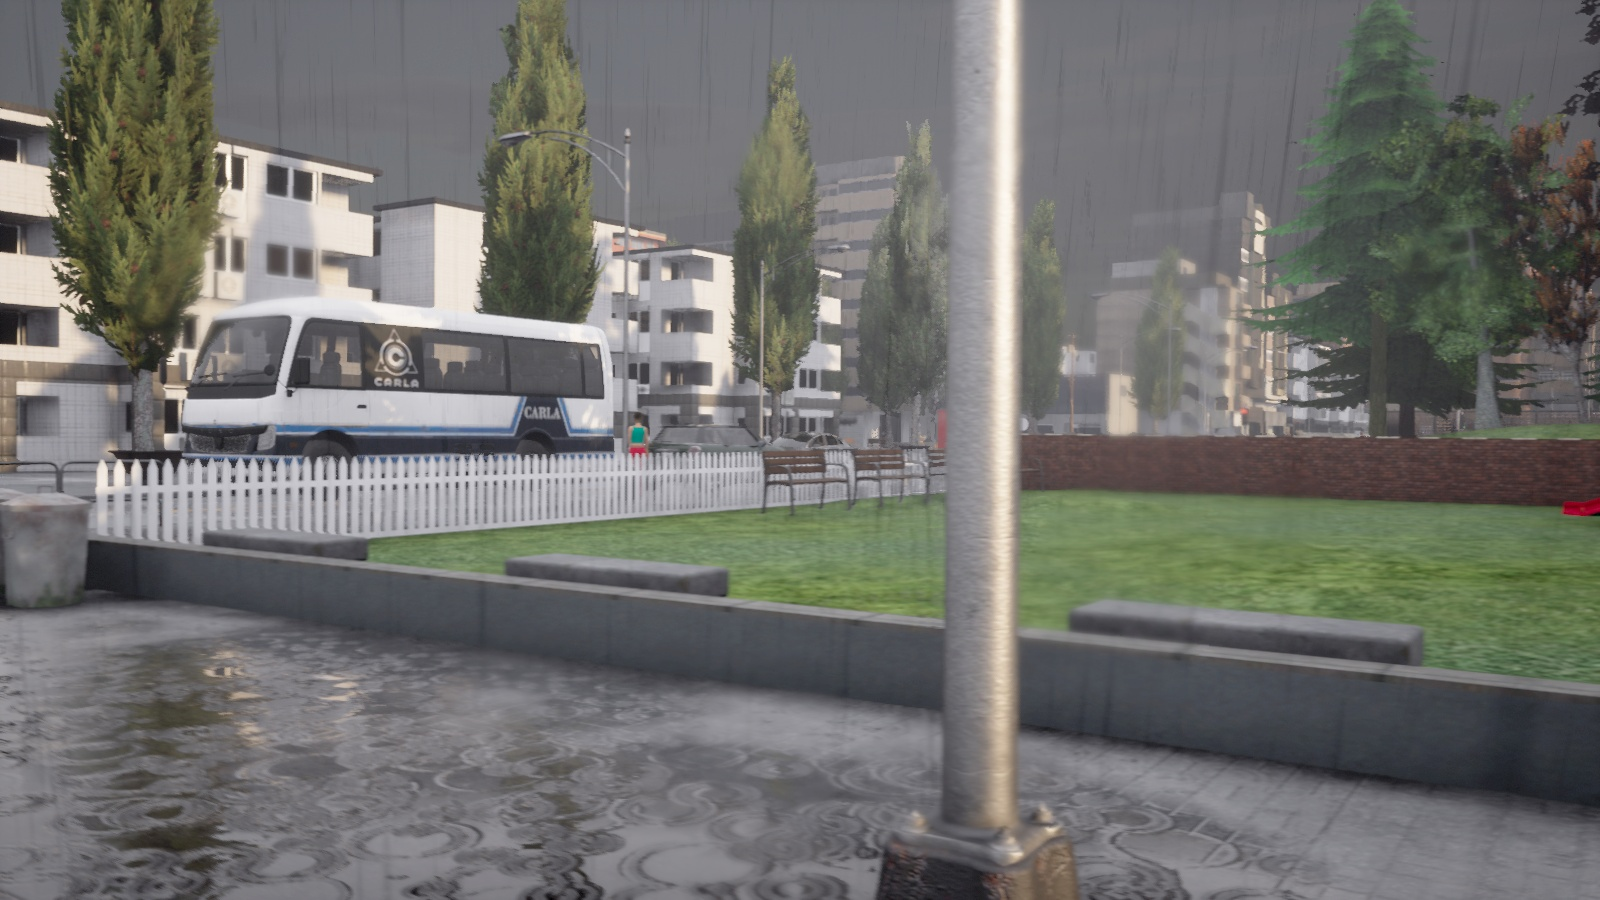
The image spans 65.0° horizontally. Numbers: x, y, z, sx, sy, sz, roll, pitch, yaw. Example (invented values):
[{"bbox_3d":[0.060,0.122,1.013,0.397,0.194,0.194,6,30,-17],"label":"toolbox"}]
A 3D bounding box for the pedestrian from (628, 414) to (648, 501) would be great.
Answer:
[{"bbox_3d":[-3.441,0.159,26.710,0.345,1.836,0.594,-1,1,-13],"label":"pedestrian"}]

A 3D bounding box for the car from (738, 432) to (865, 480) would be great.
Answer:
[{"bbox_3d":[0.129,0.158,42.265,1.837,1.490,4.892,0,1,34],"label":"car"}]

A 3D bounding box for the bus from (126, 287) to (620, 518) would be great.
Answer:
[{"bbox_3d":[-9.063,-0.952,28.488,3.944,4.253,10.273,0,1,34],"label":"bus"}]

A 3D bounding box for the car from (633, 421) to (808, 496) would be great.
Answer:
[{"bbox_3d":[-1.938,0.171,31.962,2.097,1.767,4.553,0,1,34],"label":"car"}]
